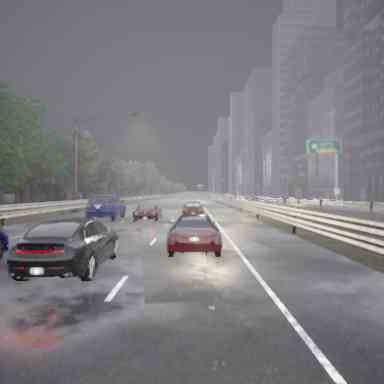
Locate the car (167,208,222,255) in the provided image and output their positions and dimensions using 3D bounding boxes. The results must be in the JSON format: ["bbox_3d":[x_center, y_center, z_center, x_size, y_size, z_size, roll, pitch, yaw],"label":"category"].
[{"bbox_3d":[0.088,1.561,13.231,1.994,1.385,4.181,0,0,0],"label":"car"}]

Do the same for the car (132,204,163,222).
[{"bbox_3d":[-3.415,1.603,26.472,1.895,1.301,4.718,0,0,0],"label":"car"}]

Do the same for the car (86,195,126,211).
[{"bbox_3d":[-6.909,1.223,27.112,2.150,2.045,5.566,0,0,0],"label":"car"}]

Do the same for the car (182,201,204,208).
[{"bbox_3d":[0.092,1.529,28.985,1.812,1.442,4.674,0,0,0],"label":"car"}]

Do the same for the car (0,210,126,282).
[{"bbox_3d":[-3.421,1.501,9.729,1.837,1.490,4.892,0,0,0],"label":"car"}]
